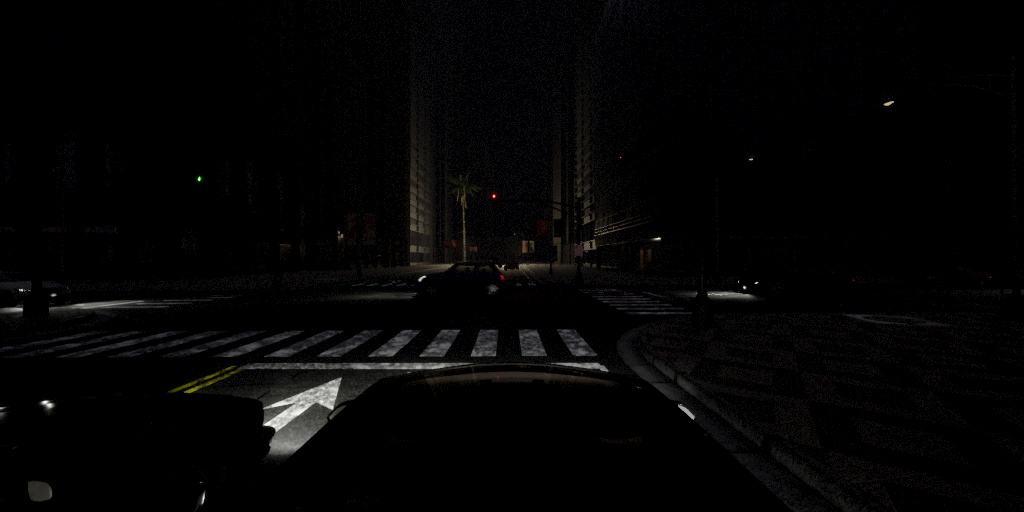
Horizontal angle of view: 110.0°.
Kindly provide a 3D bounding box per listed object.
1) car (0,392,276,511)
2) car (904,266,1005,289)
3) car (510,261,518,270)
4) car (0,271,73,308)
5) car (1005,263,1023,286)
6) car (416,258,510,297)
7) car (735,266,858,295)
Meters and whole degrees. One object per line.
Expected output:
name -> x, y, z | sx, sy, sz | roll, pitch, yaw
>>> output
car -> -3.175, 1.297, 0.720 | 2.033, 1.411, 5.357 | 0, 0, 4
car -> 26.422, 1.275, 21.732 | 4.207, 1.307, 1.802 | 0, 0, -1
car -> -0.018, 1.457, 55.119 | 1.994, 1.385, 4.181 | 0, 0, 0
car -> -21.382, 1.354, 14.938 | 4.674, 1.442, 1.812 | 0, 0, 1
car -> 32.059, 1.117, 21.832 | 4.097, 1.591, 1.967 | 0, 0, -1
car -> -2.543, 1.119, 18.403 | 4.553, 1.767, 2.097 | 0, 0, -2
car -> 14.809, 1.256, 18.775 | 5.357, 1.411, 2.033 | 0, 0, -1
